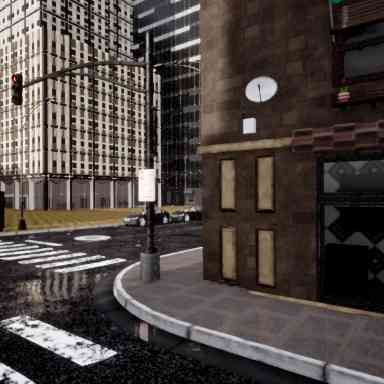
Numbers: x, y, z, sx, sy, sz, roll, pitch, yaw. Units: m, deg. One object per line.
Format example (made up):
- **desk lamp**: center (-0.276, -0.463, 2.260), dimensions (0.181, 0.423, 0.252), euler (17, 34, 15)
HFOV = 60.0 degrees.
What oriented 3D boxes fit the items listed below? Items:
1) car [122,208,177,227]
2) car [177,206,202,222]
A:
- **car**: center (-3.500, 1.894, 25.909), dimensions (2.008, 1.369, 4.403), euler (-2, -2, 35)
- **car**: center (-0.296, 1.975, 30.465), dimensions (2.008, 1.369, 4.403), euler (-2, -2, 35)
